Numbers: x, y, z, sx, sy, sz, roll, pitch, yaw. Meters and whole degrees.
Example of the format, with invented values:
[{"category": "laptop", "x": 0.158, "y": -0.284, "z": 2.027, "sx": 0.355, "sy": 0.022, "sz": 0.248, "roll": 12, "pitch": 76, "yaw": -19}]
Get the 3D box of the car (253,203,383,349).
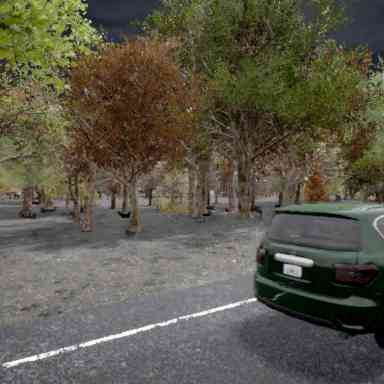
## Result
[{"category": "car", "x": 3.621, "y": 1.222, "z": 6.328, "sx": 5.566, "sy": 2.045, "sz": 2.150, "roll": 0, "pitch": 0, "yaw": -36}]
